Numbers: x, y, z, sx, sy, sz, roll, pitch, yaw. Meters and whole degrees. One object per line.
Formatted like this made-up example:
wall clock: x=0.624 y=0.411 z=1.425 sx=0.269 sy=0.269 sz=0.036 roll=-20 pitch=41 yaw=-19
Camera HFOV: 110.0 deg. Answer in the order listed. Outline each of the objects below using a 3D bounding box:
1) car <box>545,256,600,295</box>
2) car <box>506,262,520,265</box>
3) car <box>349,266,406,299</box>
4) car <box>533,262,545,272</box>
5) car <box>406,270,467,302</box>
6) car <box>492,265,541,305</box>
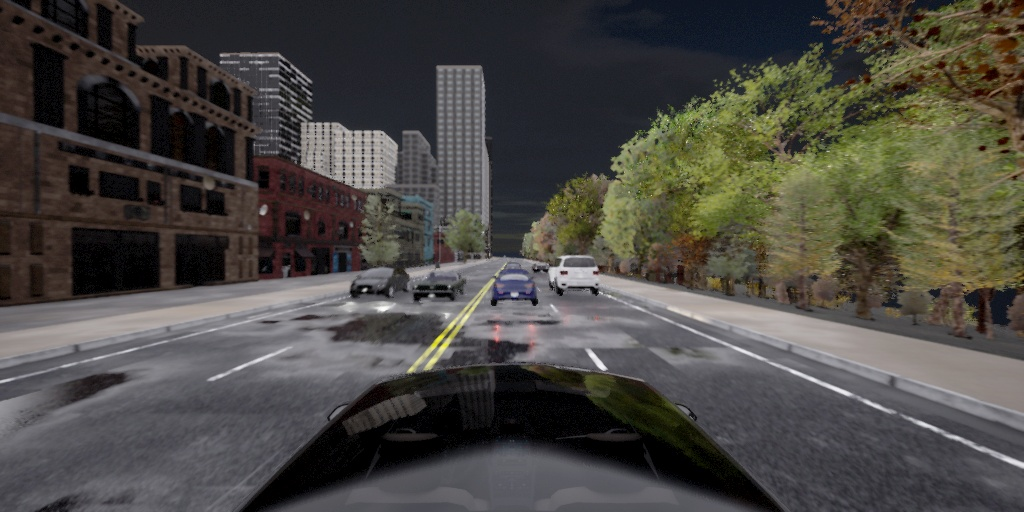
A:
car: x=3.347 y=0.999 z=20.127 sx=2.150 sy=2.045 sz=5.566 roll=0 pitch=0 yaw=0
car: x=0.094 y=1.348 z=37.498 sx=2.033 sy=1.411 sz=5.357 roll=0 pitch=0 yaw=0
car: x=-6.600 y=1.281 z=18.496 sx=1.837 sy=1.490 sz=4.892 roll=0 pitch=0 yaw=0
car: x=3.344 y=1.408 z=43.015 sx=1.895 sy=1.301 sz=4.718 roll=0 pitch=0 yaw=0
car: x=-3.352 y=1.375 z=17.241 sx=1.895 sy=1.301 sz=4.718 roll=0 pitch=0 yaw=0
car: x=0.098 y=1.298 z=15.977 sx=1.812 sy=1.442 sz=4.674 roll=0 pitch=0 yaw=0
